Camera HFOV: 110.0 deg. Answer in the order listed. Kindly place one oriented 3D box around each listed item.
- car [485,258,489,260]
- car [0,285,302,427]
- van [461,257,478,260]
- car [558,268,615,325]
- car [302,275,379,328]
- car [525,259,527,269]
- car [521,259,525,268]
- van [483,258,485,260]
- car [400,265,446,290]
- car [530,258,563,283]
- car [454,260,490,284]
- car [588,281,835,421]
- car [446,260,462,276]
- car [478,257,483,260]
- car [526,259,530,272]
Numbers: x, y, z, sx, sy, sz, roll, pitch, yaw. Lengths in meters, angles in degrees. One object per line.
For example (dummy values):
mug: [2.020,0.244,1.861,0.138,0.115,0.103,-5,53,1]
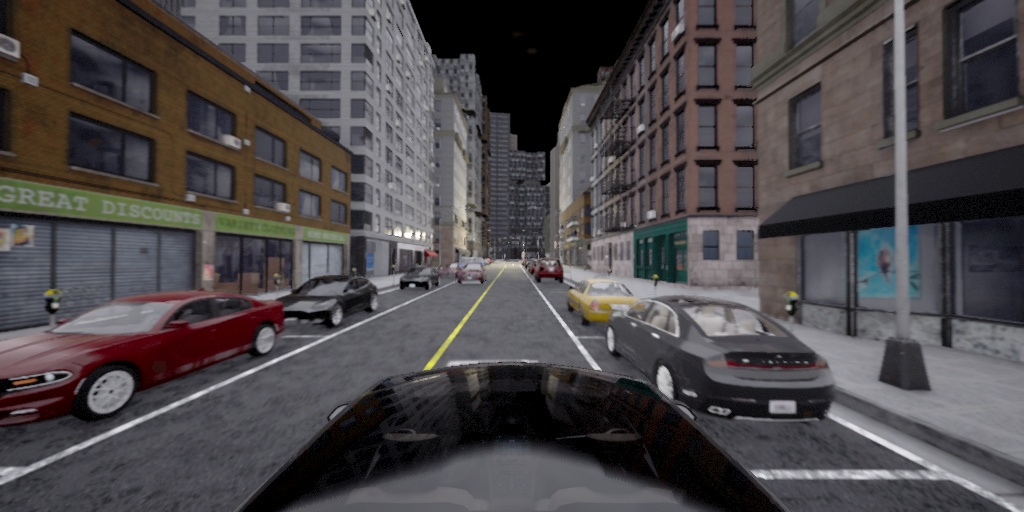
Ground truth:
car: [-5.599,1.314,61.970,2.007,1.370,4.403,0,0,0]
car: [-5.757,1.284,5.876,1.888,1.381,4.507,0,0,0]
van: [-5.646,1.102,45.142,1.690,1.789,3.998,0,0,0]
car: [2.784,1.289,11.631,1.751,1.417,4.829,0,0,0]
car: [-5.742,1.309,11.486,1.948,1.339,4.313,0,0,0]
car: [2.879,1.364,45.117,1.802,1.307,4.207,0,0,0]
car: [2.911,1.349,56.335,1.948,1.339,4.313,0,0,0]
van: [-5.614,1.104,56.361,1.690,1.789,3.998,0,0,0]
car: [-5.710,1.316,22.704,1.948,1.339,4.313,0,0,0]
car: [2.832,1.089,28.289,2.192,1.841,5.009,0,0,0]
car: [-2.940,1.286,27.284,1.812,1.442,4.674,0,0,0]
car: [2.768,1.310,5.851,2.007,1.370,4.403,0,0,0]
car: [-5.678,1.339,33.922,1.802,1.307,4.207,0,0,0]
car: [-5.630,1.203,50.752,1.967,1.591,4.097,0,0,0]
car: [2.863,1.325,39.507,1.888,1.381,4.507,0,0,0]
